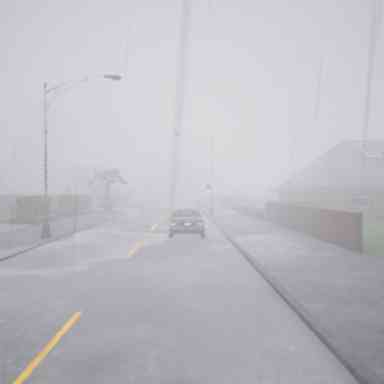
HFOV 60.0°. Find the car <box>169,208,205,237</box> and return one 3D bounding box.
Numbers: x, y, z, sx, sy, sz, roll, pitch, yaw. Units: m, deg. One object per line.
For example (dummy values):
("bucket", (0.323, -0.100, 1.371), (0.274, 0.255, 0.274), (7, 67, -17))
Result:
("car", (-0.286, 1.552, 17.943), (2.033, 1.411, 5.357), (0, 0, -1))

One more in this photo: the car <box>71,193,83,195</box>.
("car", (-21.124, 1.098, 59.675), (1.905, 1.878, 3.866), (0, 0, 34))
